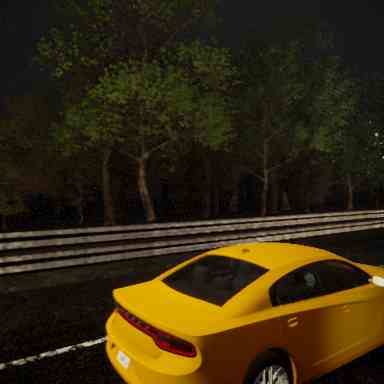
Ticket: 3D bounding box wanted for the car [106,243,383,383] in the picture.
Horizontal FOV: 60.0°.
[{"bbox_3d":[1.345,1.479,4.693,5.008,1.535,1.882,0,0,-35],"label":"car"}]
